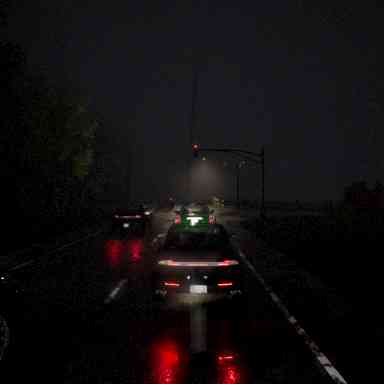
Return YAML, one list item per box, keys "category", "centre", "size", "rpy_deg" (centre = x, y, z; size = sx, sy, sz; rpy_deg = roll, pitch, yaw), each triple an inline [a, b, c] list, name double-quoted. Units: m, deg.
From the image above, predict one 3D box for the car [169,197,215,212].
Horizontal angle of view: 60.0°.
- category: "car"
  centre: [0.132, 1.356, 17.420]
  size: [2.097, 1.767, 4.553]
  rpy_deg: [0, 0, 0]

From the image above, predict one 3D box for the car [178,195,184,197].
- category: "car"
  centre: [-3.326, 1.537, 92.616]
  size: [2.033, 1.411, 5.357]
  rpy_deg: [0, 0, 0]

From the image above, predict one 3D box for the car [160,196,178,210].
- category: "car"
  centre: [-3.318, 1.499, 43.553]
  size: [2.128, 1.511, 4.902]
  rpy_deg: [0, 0, 0]

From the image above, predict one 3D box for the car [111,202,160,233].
- category: "car"
  centre: [-3.363, 1.496, 19.492]
  size: [2.128, 1.511, 4.902]
  rpy_deg: [0, 0, 0]

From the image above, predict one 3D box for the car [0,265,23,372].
- category: "car"
  centre: [-3.394, 1.221, 2.187]
  size: [2.150, 2.045, 5.566]
  rpy_deg: [0, 0, 0]

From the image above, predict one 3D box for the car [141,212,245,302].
- category: "car"
  centre: [0.116, 1.494, 8.270]
  size: [2.128, 1.511, 4.902]
  rpy_deg: [0, 0, 0]
